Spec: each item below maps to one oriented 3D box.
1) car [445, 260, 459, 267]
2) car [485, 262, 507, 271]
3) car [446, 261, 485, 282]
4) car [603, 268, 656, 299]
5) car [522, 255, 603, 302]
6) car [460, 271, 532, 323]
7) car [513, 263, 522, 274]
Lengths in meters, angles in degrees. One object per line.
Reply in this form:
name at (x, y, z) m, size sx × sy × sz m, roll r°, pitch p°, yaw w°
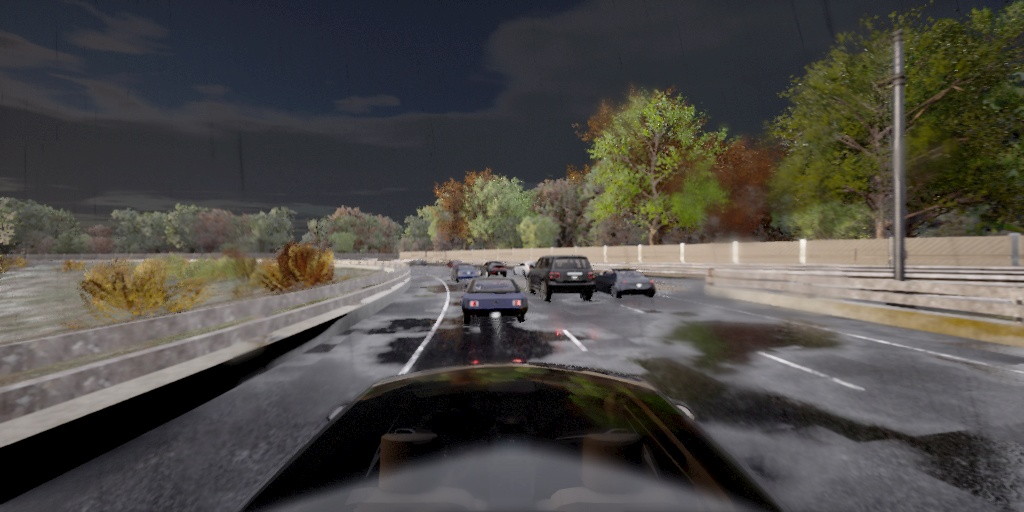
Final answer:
car at (-9.503, 1.378, 59.378) m, size 1.994 × 1.385 × 4.181 m, roll 0°, pitch 0°, yaw -31°
car at (-1.877, 1.285, 34.426) m, size 1.837 × 1.490 × 4.892 m, roll 0°, pitch 0°, yaw -17°
car at (-3.897, 1.331, 29.189) m, size 2.033 × 1.411 × 5.357 m, roll 0°, pitch 0°, yaw -15°
car at (5.509, 1.303, 18.333) m, size 1.994 × 1.385 × 4.181 m, roll -1°, pitch 0°, yaw -8°
car at (2.181, 0.976, 17.347) m, size 2.150 × 2.045 × 5.566 m, roll 0°, pitch 0°, yaw -8°
car at (-0.689, 1.361, 12.264) m, size 1.895 × 1.301 × 4.718 m, roll 0°, pitch 0°, yaw -6°
car at (1.534, 1.296, 35.151) m, size 1.812 × 1.442 × 4.674 m, roll 0°, pitch 0°, yaw -19°
